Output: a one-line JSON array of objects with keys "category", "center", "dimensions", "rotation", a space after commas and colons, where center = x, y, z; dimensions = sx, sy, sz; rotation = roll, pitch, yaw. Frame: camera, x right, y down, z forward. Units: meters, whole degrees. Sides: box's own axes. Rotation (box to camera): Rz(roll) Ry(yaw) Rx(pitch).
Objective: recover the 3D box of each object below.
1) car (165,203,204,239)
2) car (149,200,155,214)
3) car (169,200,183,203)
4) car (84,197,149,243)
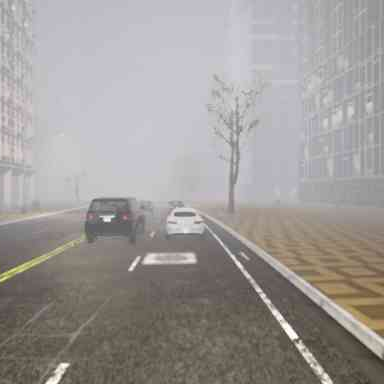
[{"category": "car", "center": [-0.388, 1.530, 17.195], "dimensions": [1.812, 1.442, 4.674], "rotation": [0, 0, -3]}, {"category": "car", "center": [-5.045, 1.568, 36.031], "dimensions": [2.033, 1.411, 5.357], "rotation": [0, 0, -6]}, {"category": "car", "center": [-1.701, 1.563, 35.231], "dimensions": [2.033, 1.411, 5.357], "rotation": [0, 0, -6]}, {"category": "car", "center": [-3.589, 1.229, 16.287], "dimensions": [2.150, 2.045, 5.566], "rotation": [0, 0, -3]}]
